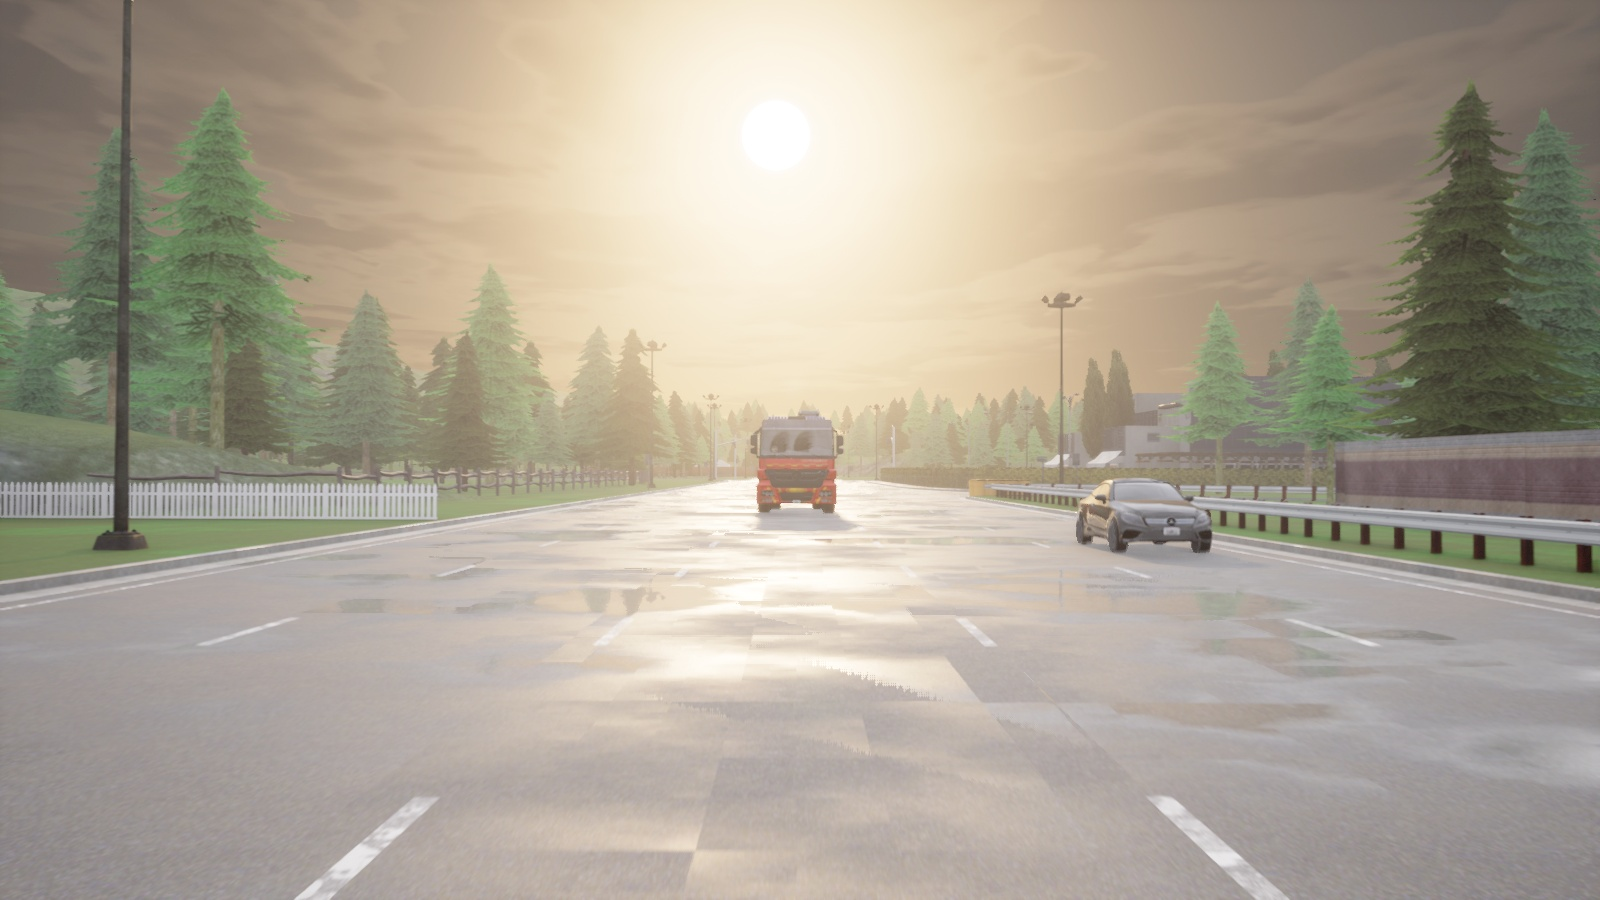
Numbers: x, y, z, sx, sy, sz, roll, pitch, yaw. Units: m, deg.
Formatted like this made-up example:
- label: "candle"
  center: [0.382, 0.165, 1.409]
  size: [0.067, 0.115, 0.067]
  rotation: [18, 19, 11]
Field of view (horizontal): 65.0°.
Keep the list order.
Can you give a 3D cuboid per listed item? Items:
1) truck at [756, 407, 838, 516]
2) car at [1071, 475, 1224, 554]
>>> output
- label: "truck"
  center: [-0.118, 0.460, 48.382]
  size: [2.891, 3.827, 8.468]
  rotation: [0, -1, 0]
- label: "car"
  center: [6.941, 1.241, 25.585]
  size: [1.812, 1.442, 4.674]
  rotation: [0, -1, 0]
